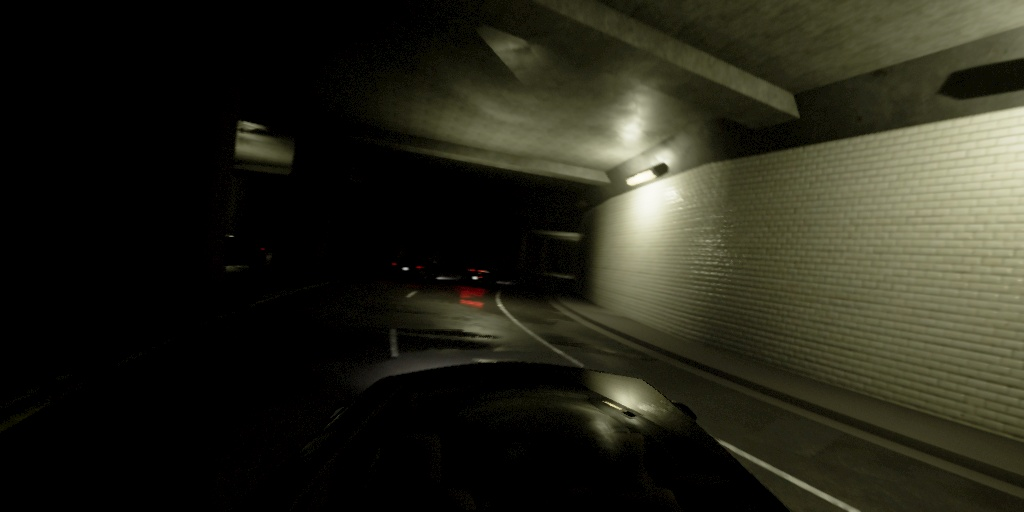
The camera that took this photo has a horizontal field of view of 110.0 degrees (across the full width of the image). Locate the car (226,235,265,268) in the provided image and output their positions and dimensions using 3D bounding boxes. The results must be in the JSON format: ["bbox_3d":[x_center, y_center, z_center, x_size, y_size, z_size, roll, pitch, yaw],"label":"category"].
[{"bbox_3d":[-12.506,-0.244,15.165,1.994,1.385,4.181,7,0,-3],"label":"car"}]

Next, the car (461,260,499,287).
[{"bbox_3d":[-1.994,1.028,23.055,1.837,1.490,4.892,7,0,3],"label":"car"}]

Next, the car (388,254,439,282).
[{"bbox_3d":[-5.523,0.641,20.734,1.994,1.385,4.181,7,0,1],"label":"car"}]
